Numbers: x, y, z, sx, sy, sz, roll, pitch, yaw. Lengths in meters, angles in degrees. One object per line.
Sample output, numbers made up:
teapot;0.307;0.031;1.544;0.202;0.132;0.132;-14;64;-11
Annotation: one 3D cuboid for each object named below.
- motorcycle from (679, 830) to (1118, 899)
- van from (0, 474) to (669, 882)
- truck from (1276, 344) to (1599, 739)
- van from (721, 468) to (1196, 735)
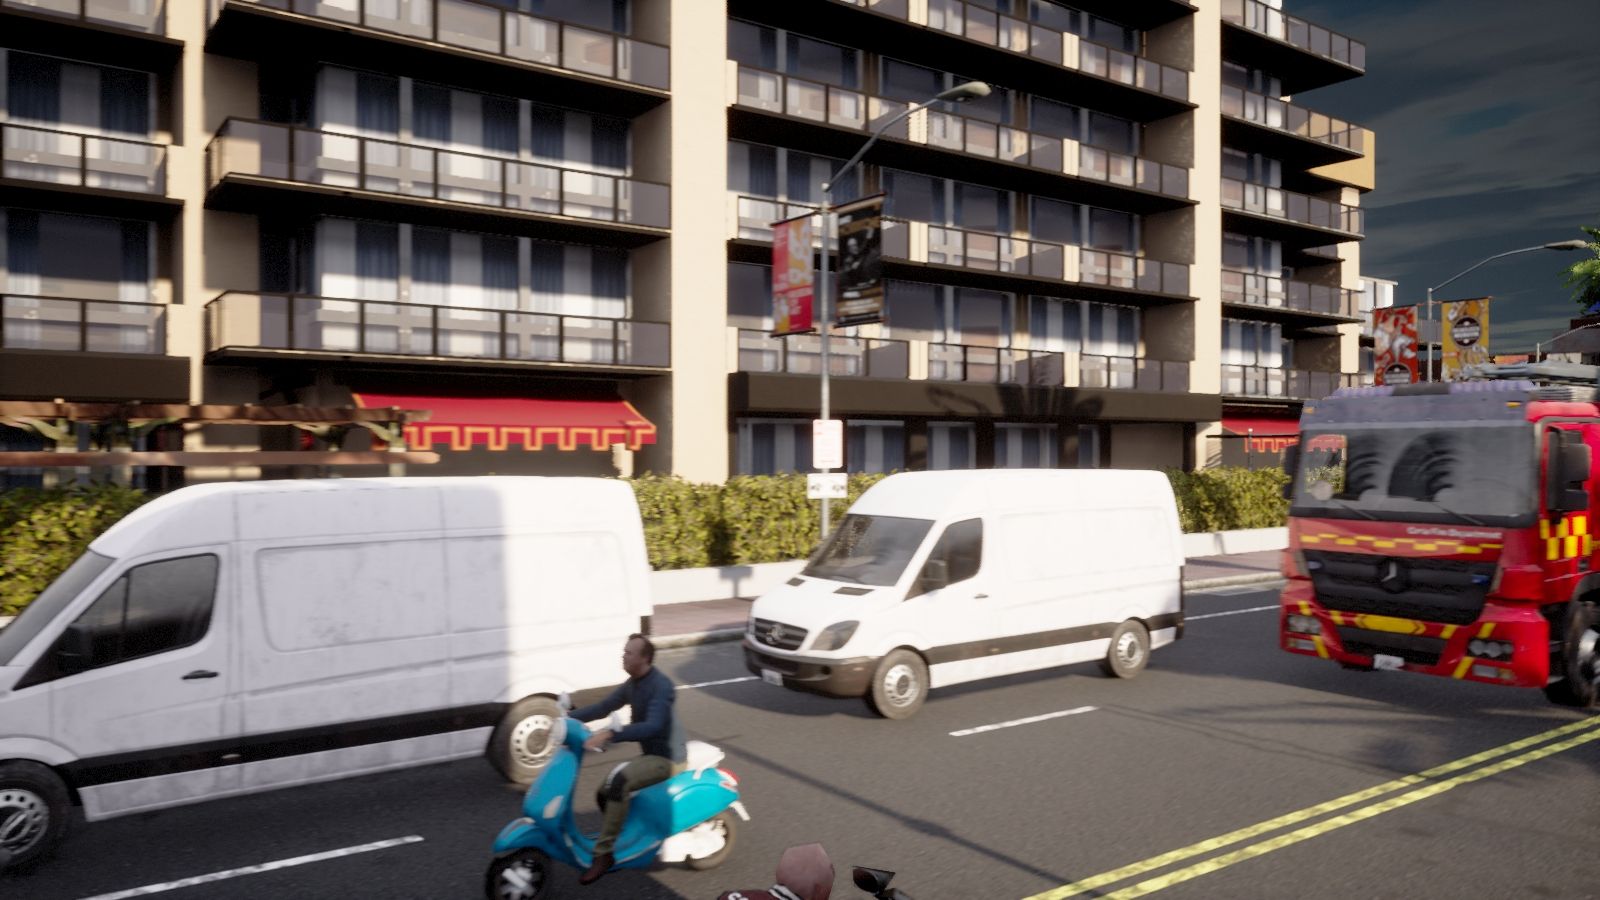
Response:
motorcycle;-0.028;2.205;3.758;2.209;1.251;0.867;0;0;-35
van;-4.172;1.534;9.401;5.915;2.561;1.988;0;0;-35
truck;9.881;0.891;14.705;8.468;3.827;2.891;0;0;-36
van;2.098;1.534;13.799;5.915;2.561;1.988;0;0;-35
